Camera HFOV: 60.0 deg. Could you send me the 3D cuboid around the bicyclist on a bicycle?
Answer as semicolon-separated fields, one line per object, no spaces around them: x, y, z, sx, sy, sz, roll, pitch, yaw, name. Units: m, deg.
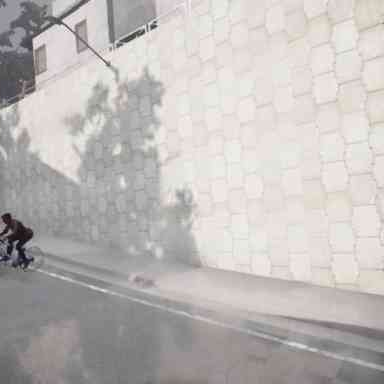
-4.604;1.352;8.561;0.582;1.620;1.656;1;1;37;bicyclist on a bicycle
